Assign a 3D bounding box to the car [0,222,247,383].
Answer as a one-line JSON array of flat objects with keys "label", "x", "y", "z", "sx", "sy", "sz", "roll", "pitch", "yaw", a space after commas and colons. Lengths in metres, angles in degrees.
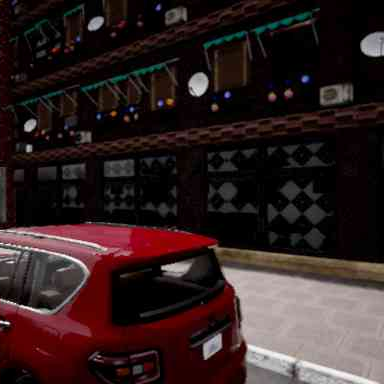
[{"label": "car", "x": -1.780, "y": 1.308, "z": 4.043, "sx": 5.009, "sy": 1.841, "sz": 2.192, "roll": 0, "pitch": 0, "yaw": 36}]
